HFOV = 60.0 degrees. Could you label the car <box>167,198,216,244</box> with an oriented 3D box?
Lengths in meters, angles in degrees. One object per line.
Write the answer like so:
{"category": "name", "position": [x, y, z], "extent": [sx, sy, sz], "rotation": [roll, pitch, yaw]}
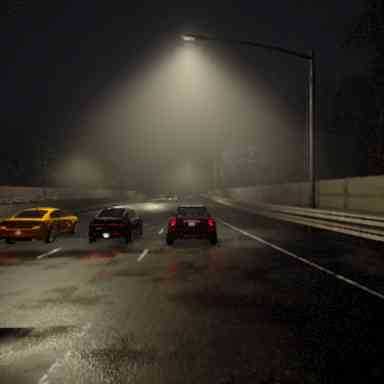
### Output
{"category": "car", "position": [-0.007, 1.359, 16.053], "extent": [2.097, 1.767, 4.553], "rotation": [0, 0, 0]}

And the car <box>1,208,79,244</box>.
{"category": "car", "position": [-7.008, 1.485, 15.887], "extent": [1.882, 1.535, 5.008], "rotation": [0, 0, 0]}

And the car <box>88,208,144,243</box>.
{"category": "car", "position": [-3.509, 1.514, 15.989], "extent": [1.837, 1.490, 4.892], "rotation": [0, 0, 0]}
